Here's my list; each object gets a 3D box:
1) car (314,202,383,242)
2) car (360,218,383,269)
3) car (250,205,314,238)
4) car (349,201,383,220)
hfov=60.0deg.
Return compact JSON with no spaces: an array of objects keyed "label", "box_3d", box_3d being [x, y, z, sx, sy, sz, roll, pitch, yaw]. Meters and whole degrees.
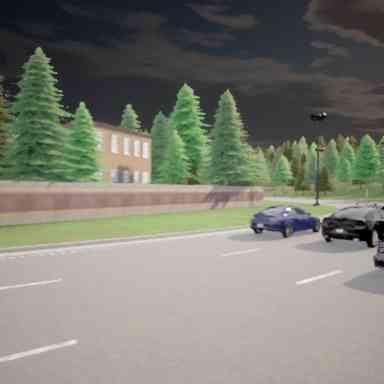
[{"label":"car","box_3d":[7.565,1.392,14.616,5.008,1.535,1.882,1,0,-43]},{"label":"car","box_3d":[7.063,1.508,9.441,5.357,1.411,2.033,0,1,-40]},{"label":"car","box_3d":[4.825,1.396,16.836,4.674,1.442,1.812,1,0,-43]},{"label":"car","box_3d":[14.453,1.448,27.242,1.895,1.301,4.718,1,1,38]}]
